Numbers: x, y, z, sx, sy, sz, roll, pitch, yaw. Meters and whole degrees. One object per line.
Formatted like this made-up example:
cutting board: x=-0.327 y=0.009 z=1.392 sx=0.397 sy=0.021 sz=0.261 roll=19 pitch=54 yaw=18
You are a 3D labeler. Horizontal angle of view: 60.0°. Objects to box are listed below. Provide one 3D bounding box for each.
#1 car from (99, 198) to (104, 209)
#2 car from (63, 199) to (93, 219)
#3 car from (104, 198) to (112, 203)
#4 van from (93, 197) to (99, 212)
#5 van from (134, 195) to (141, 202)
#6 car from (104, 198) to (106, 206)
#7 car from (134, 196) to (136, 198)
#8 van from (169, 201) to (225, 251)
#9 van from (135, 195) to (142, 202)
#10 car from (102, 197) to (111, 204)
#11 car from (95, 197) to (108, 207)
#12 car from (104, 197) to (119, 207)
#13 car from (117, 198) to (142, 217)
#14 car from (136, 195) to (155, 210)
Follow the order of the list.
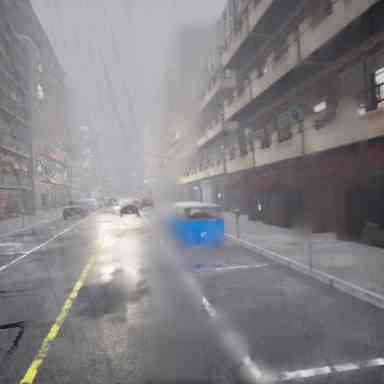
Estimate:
car: x=-15.189 y=2.056 z=51.155 sx=2.008 sy=1.369 sz=4.403 roll=-2 pitch=0 yaw=-11
car: x=-11.952 y=1.722 z=34.455 sx=2.192 sy=1.841 sz=5.009 roll=-2 pitch=0 yaw=-11
car: x=-22.756 y=2.321 z=90.123 sx=1.802 sy=1.307 sz=4.206 roll=-2 pitch=0 yaw=-11
van: x=-14.114 y=1.814 z=45.589 sx=1.690 sy=1.788 sz=3.998 roll=-2 pitch=0 yaw=-11
van: x=-15.039 y=1.774 z=91.655 sx=1.690 sy=1.788 sz=3.998 roll=-2 pitch=0 yaw=-11
car: x=-16.270 y=2.104 z=56.722 sx=1.947 sy=1.339 sz=4.313 roll=-2 pitch=0 yaw=-11
car: x=-10.708 y=1.864 z=69.388 sx=1.947 sy=1.339 sz=4.313 roll=-2 pitch=0 yaw=-11
van: x=0.096 y=1.312 z=13.720 sx=1.690 sy=1.788 sz=3.998 roll=-2 pitch=0 yaw=-11
van: x=-13.958 y=1.740 z=86.089 sx=1.690 sy=1.788 sz=3.998 roll=-2 pitch=0 yaw=-11
car: x=-21.679 y=2.145 z=84.556 sx=1.967 sy=1.590 sz=4.097 roll=-2 pitch=0 yaw=-11
car: x=-18.439 y=1.919 z=67.856 sx=2.192 sy=1.841 sz=5.009 roll=-2 pitch=0 yaw=-11
car: x=-14.321 y=1.807 z=60.041 sx=2.097 sy=1.767 sz=4.553 roll=-2 pitch=0 yaw=-11
car: x=-6.387 y=1.715 z=34.153 sx=1.812 sy=1.442 sz=4.674 roll=-2 pitch=0 yaw=-11
car: x=-6.391 y=1.481 z=47.121 sx=2.192 sy=1.841 sz=5.009 roll=-2 pitch=0 yaw=-11
